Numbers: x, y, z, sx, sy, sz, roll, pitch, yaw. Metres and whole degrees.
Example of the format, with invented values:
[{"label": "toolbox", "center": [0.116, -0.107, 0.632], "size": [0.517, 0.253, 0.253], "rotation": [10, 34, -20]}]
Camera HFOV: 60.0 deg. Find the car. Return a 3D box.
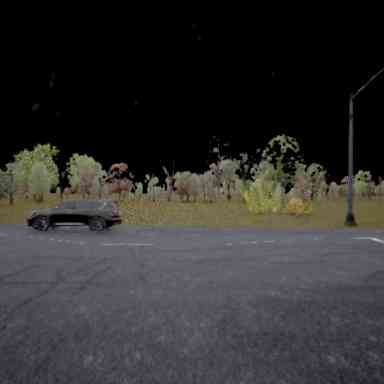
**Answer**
[{"label": "car", "center": [-7.123, 1.418, 20.624], "size": [5.566, 2.045, 2.150], "rotation": [1, 0, 0]}]
